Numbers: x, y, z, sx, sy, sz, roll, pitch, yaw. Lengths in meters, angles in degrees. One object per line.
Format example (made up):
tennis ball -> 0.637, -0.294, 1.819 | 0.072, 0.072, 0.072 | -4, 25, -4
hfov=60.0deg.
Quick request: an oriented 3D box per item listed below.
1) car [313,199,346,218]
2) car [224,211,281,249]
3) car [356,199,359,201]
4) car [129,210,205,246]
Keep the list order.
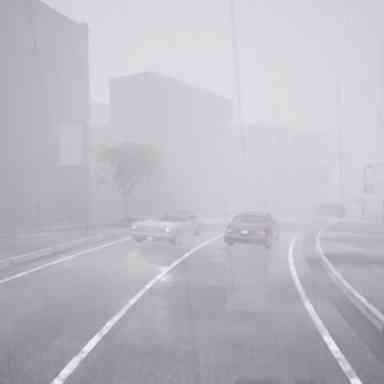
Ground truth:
car -> 13.381, 1.616, 32.193 | 1.882, 1.535, 5.008 | 4, 2, 41
car -> 2.842, 1.566, 14.940 | 2.033, 1.411, 5.357 | 2, 0, 20
car -> 23.470, 1.234, 47.339 | 4.718, 1.301, 1.895 | 0, 4, -43
car -> -0.946, 1.504, 15.035 | 1.895, 1.301, 4.718 | 2, 1, 18
